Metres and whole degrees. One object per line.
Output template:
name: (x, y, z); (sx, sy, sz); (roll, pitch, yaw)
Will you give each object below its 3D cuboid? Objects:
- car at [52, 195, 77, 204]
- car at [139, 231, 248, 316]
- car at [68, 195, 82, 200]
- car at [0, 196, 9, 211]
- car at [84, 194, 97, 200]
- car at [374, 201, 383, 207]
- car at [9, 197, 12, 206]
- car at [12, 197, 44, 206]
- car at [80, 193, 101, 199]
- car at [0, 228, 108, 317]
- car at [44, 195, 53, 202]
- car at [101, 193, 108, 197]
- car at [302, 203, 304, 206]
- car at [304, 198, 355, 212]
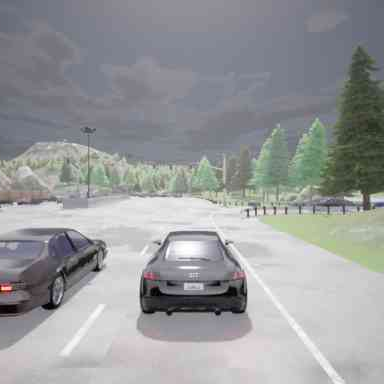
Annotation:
car: (-21.646, 1.344, 56.956); (1.812, 1.442, 4.674); (0, 0, 0)
car: (0.026, 1.563, 7.606); (1.994, 1.385, 4.181); (0, 0, 0)
car: (-28.894, 1.301, 82.211); (1.895, 1.301, 4.718); (0, 0, -1)
car: (-21.419, 1.414, 34.045); (2.128, 1.511, 4.902); (0, 0, -1)
car: (-25.415, 1.226, 83.101); (1.812, 1.442, 4.674); (0, 0, -1)
car: (24.454, 1.374, 39.608); (5.008, 1.535, 1.882); (0, 0, 12)
car: (-28.578, 1.343, 49.555); (2.128, 1.511, 4.902); (0, 0, 0)
car: (-25.093, 1.409, 51.025); (1.994, 1.385, 4.181); (0, 0, 0)
car: (-21.726, 1.297, 70.842); (2.033, 1.411, 5.357); (0, 0, -1)
car: (-3.474, 1.547, 7.754); (2.033, 1.411, 5.357); (0, 0, 0)
car: (-28.679, 1.316, 66.590); (2.033, 1.411, 5.357); (0, 0, -1)
car: (-21.861, 1.068, 80.784); (2.097, 1.767, 4.553); (0, 0, -1)
car: (15.707, 1.454, 41.018); (4.181, 1.385, 1.994); (0, 0, 7)
car: (15.635, 1.397, 37.498); (4.902, 1.511, 2.128); (0, 0, 7)
